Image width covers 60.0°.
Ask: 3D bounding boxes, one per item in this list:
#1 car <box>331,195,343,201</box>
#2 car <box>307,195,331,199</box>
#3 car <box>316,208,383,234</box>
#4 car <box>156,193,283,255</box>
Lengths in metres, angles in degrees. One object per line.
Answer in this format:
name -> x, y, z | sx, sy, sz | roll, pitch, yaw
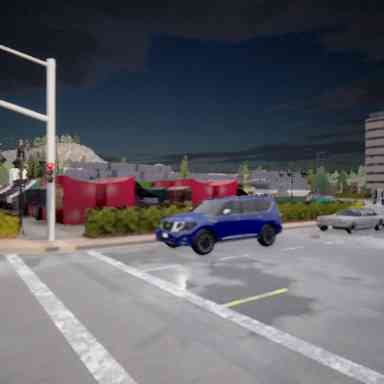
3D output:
car -> 23.449, 1.531, 55.981 | 1.970, 1.475, 3.806 | 0, 0, -35
car -> 18.914, 1.280, 52.732 | 1.932, 1.855, 4.605 | 0, 0, -35
car -> 9.242, 1.596, 19.189 | 4.718, 1.301, 1.895 | 0, 0, -35
car -> 1.294, 1.202, 13.520 | 5.566, 2.045, 2.150 | 0, 0, -36
